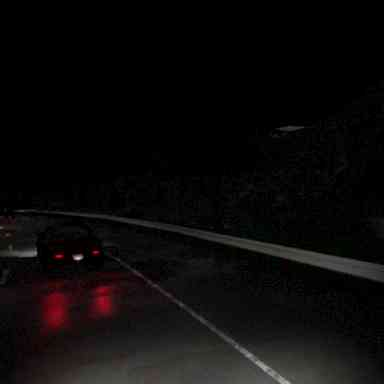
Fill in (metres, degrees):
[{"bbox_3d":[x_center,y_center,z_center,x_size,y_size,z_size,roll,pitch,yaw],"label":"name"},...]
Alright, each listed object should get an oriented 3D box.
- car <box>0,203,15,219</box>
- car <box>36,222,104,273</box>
[{"bbox_3d":[-25.203,2.537,44.177,2.150,2.045,5.566,-1,-1,-40],"label":"car"},{"bbox_3d":[-4.406,1.785,11.796,1.812,1.442,4.674,-2,-1,-27],"label":"car"}]
